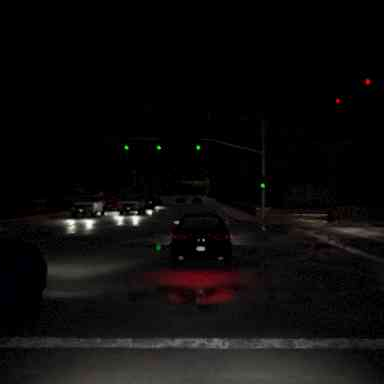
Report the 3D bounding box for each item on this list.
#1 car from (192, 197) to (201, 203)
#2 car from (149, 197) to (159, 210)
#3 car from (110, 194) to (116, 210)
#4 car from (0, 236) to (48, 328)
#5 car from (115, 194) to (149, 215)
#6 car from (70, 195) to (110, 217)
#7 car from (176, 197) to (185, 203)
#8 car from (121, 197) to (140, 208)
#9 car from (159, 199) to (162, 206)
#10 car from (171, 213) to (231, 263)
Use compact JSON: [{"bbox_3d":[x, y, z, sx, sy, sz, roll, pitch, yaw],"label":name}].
[{"bbox_3d":[1.055,1.737,72.629,1.994,1.385,4.181,0,0,1],"label":"car"},{"bbox_3d":[-6.256,1.468,45.826,2.097,1.767,4.553,0,0,1],"label":"car"},{"bbox_3d":[-9.795,1.329,42.604,2.150,2.045,5.566,0,0,1],"label":"car"},{"bbox_3d":[-3.672,1.233,4.052,2.150,2.045,5.566,0,0,-5],"label":"car"},{"bbox_3d":[-6.361,1.313,36.136,2.150,2.045,5.566,0,0,0],"label":"car"},{"bbox_3d":[-9.919,1.303,32.257,2.150,2.045,5.566,0,0,-1],"label":"car"},{"bbox_3d":[-2.448,1.708,72.312,1.812,1.442,4.674,0,0,1],"label":"car"},{"bbox_3d":[-9.654,1.611,52.683,1.882,1.535,5.008,0,0,1],"label":"car"},{"bbox_3d":[-6.106,1.705,55.795,1.994,1.385,4.181,0,0,0],"label":"car"},{"bbox_3d":[0.346,1.509,12.167,1.882,1.535,5.008,0,0,2],"label":"car"}]
